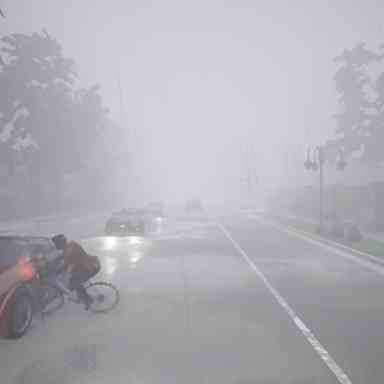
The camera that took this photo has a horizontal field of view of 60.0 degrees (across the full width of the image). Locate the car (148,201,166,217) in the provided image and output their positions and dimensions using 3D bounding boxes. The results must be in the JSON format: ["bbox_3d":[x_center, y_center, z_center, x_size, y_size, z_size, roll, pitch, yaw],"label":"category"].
[{"bbox_3d":[-3.452,1.547,31.284,2.033,1.411,5.357,0,0,1],"label":"car"}]

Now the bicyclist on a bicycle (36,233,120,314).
[{"bbox_3d":[-2.089,1.467,5.771,1.656,1.620,0.582,2,21,-9],"label":"bicyclist on a bicycle"}]

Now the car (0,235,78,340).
[{"bbox_3d":[-3.600,1.560,6.369,1.994,1.385,4.181,-1,0,0],"label":"car"}]

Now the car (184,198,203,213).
[{"bbox_3d":[0.179,1.501,36.991,1.837,1.490,4.892,0,0,1],"label":"car"}]

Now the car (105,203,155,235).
[{"bbox_3d":[-3.495,1.564,18.800,1.994,1.385,4.181,0,0,1],"label":"car"}]

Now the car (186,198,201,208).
[{"bbox_3d":[0.186,1.538,47.305,1.994,1.385,4.181,0,0,1],"label":"car"}]
